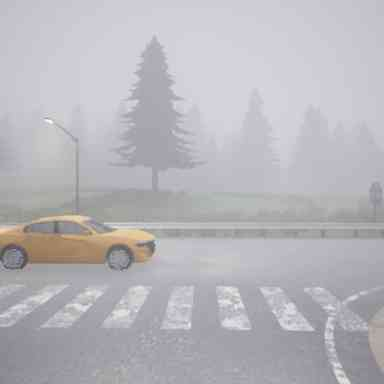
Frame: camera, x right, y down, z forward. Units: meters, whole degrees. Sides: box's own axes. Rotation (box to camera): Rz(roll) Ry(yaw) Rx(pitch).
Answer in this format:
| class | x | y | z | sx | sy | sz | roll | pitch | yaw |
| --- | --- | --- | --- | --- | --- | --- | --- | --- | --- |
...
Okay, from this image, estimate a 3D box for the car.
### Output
| class | x | y | z | sx | sy | sz | roll | pitch | yaw |
| --- | --- | --- | --- | --- | --- | --- | --- | --- | --- |
| car | -3.665 | 1.496 | 10.439 | 5.008 | 1.535 | 1.882 | 0 | 0 | 1 |
